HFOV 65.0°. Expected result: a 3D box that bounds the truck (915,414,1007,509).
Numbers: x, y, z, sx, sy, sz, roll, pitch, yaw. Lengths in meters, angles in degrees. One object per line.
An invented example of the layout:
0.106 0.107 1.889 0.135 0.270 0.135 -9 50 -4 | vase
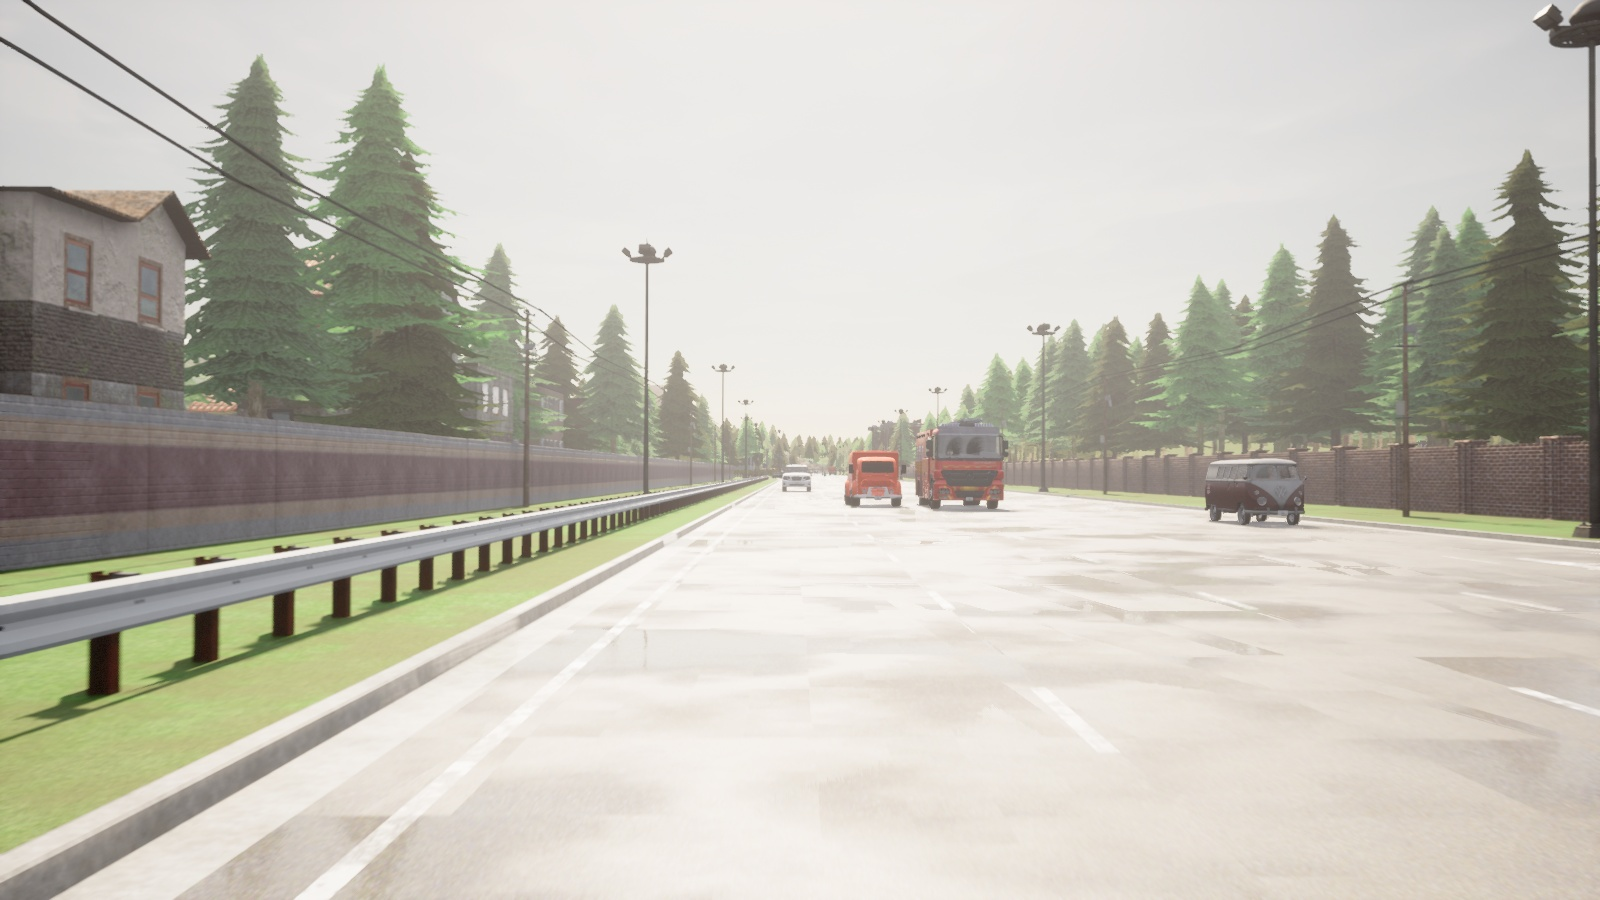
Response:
6.864 0.540 54.785 2.891 3.827 8.468 0 -1 0 | truck

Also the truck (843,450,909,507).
3.362 1.263 56.689 2.627 2.467 5.204 0 -1 0 | truck

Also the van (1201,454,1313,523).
13.907 1.156 38.491 1.775 1.987 4.442 0 -1 0 | van

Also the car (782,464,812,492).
-0.230 2.128 95.217 2.150 2.045 5.566 0 -1 0 | car
